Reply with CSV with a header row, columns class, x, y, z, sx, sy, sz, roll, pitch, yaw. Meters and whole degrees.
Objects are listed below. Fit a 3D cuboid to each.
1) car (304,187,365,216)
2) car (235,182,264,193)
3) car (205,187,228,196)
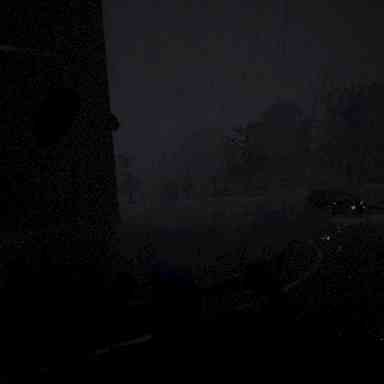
class,x,y,z,sx,sy,sz,roll,pitch,yaw
car,8.423,0.466,20.144,1.837,1.490,4.892,-6,3,-4
car,8.680,-0.715,50.788,1.837,1.490,4.892,-6,-1,-40
car,3.809,-0.107,52.438,1.994,1.385,4.181,-6,0,-32
